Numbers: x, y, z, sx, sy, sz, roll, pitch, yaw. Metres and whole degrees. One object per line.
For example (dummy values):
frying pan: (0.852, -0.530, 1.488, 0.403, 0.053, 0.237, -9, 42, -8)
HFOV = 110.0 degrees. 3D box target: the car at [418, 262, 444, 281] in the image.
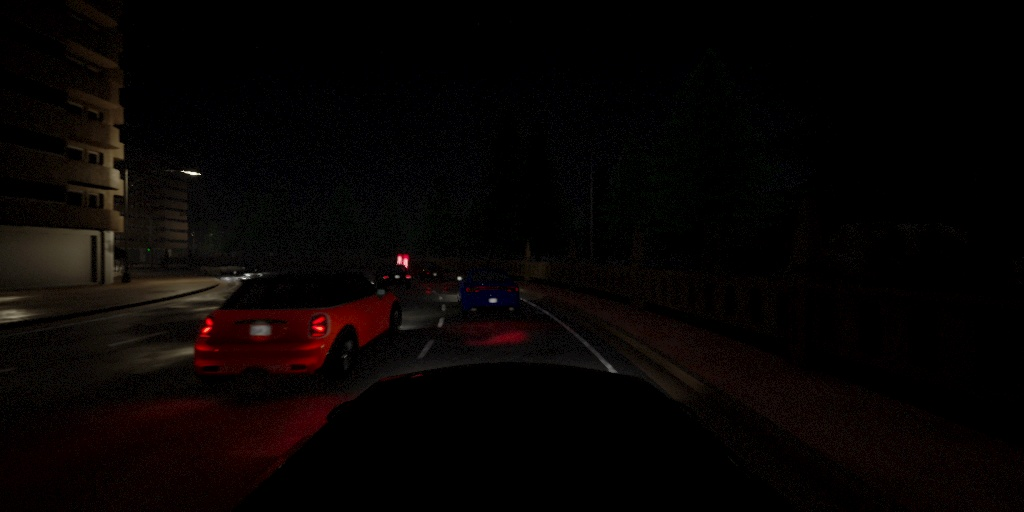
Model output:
car: (-6.900, 1.168, 28.545, 1.812, 1.442, 4.674, 0, 0, -31)

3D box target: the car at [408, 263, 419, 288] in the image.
car: (-7.516, 1.215, 22.485, 2.033, 1.411, 5.357, 0, 0, -25)

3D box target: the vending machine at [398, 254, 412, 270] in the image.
vending machine: (-12.527, 0.787, 41.376, 0.880, 2.100, 1.100, 0, 0, 41)

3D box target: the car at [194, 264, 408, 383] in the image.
car: (-3.755, 1.079, 7.285, 2.097, 1.767, 4.553, 0, 0, -4)

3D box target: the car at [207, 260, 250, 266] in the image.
car: (-27.466, 1.223, 34.140, 4.718, 1.301, 1.895, 0, 0, 28)

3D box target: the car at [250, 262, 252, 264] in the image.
car: (-29.630, 1.150, 39.089, 5.357, 1.411, 2.033, 0, 0, 23)

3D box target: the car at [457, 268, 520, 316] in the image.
car: (-0.975, 1.181, 13.259, 1.882, 1.535, 5.008, 0, 0, -9)
